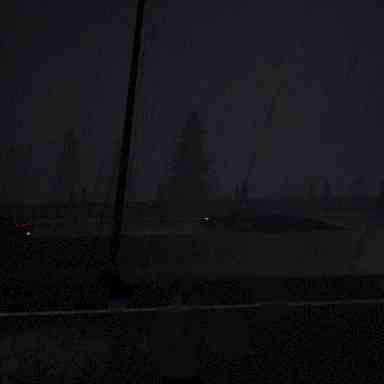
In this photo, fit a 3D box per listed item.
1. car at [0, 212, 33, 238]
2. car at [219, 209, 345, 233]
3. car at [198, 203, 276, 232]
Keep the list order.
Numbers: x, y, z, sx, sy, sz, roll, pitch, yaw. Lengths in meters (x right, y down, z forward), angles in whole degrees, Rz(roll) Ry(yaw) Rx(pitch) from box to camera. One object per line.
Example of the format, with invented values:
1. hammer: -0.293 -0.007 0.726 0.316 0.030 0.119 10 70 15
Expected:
1. car: -9.745 1.663 14.799 4.892 1.490 1.837 -1 0 -3
2. car: 3.302 1.492 11.974 4.181 1.385 1.994 -1 0 -3
3. car: 2.822 1.419 18.959 4.902 1.511 2.128 -1 0 -3
